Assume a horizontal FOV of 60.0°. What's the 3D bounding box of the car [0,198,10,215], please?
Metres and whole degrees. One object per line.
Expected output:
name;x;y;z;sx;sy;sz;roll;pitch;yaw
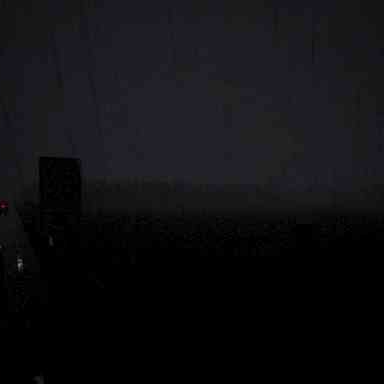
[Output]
car;-19.471;1.537;33.347;1.812;1.442;4.674;0;0;-28

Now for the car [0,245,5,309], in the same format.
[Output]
car;-4.732;1.567;6.377;1.994;1.385;4.181;0;0;-29

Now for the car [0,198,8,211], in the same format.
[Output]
car;-24.486;1.533;42.382;1.812;1.442;4.674;0;0;-29
